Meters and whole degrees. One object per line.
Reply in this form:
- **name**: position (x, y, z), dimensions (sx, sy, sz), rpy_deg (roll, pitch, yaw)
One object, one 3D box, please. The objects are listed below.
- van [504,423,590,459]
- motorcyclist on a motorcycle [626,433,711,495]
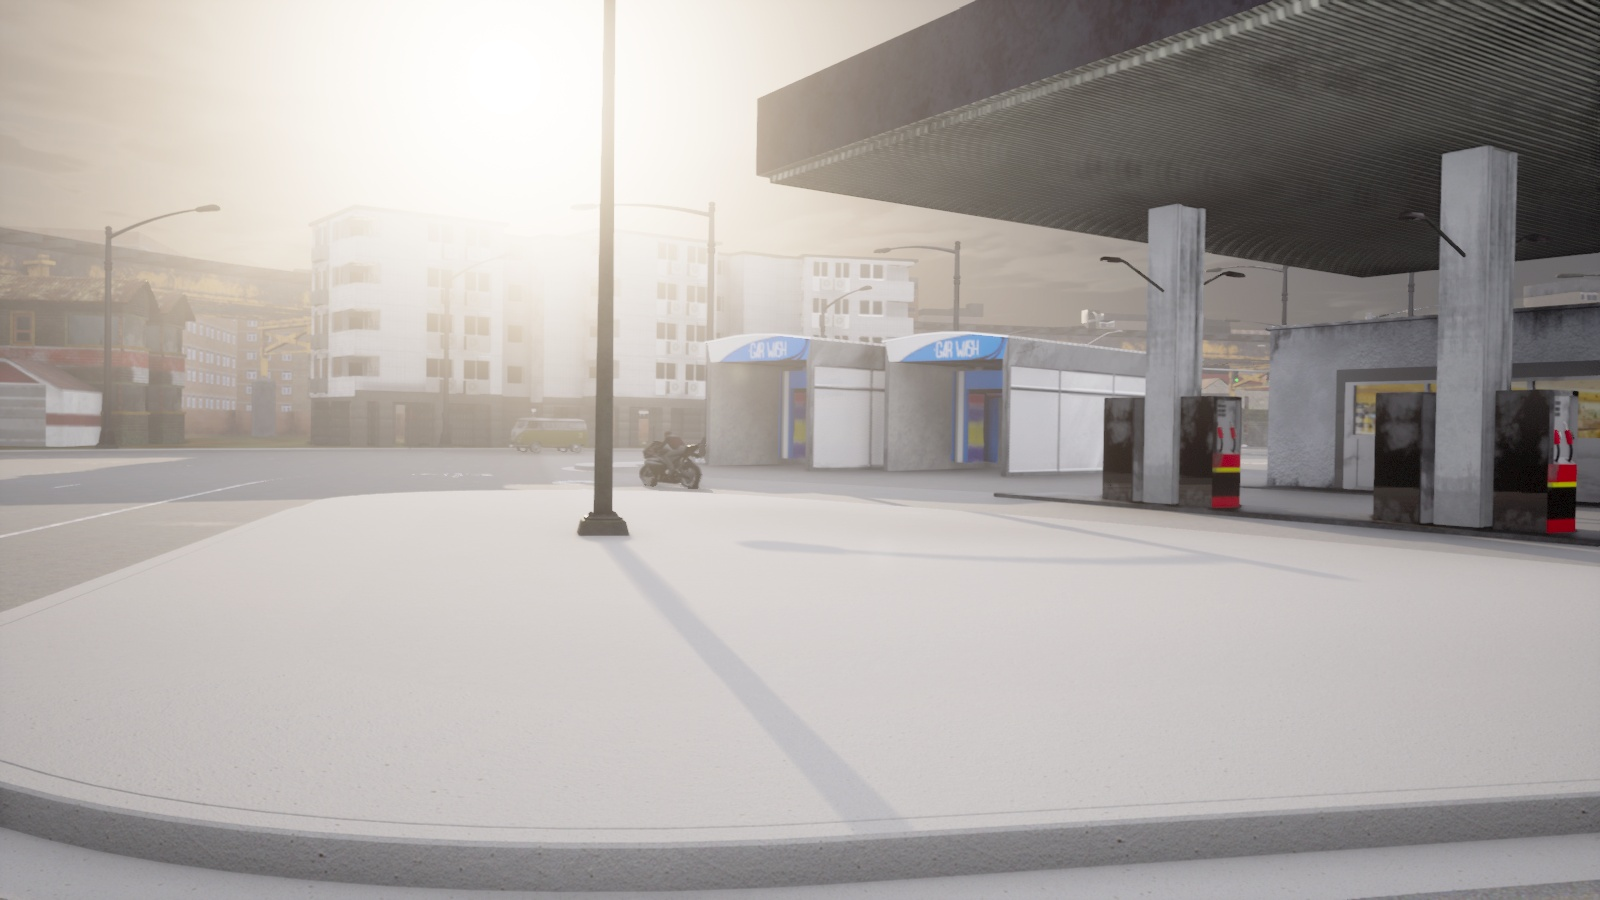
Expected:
- **van**: position (-14.124, -0.518, 70.213), dimensions (4.442, 1.987, 1.775), rpy_deg (-1, 1, -41)
- **motorcyclist on a motorcycle**: position (-3.374, 0.329, 32.110), dimensions (2.191, 1.530, 0.866), rpy_deg (0, 1, 41)
